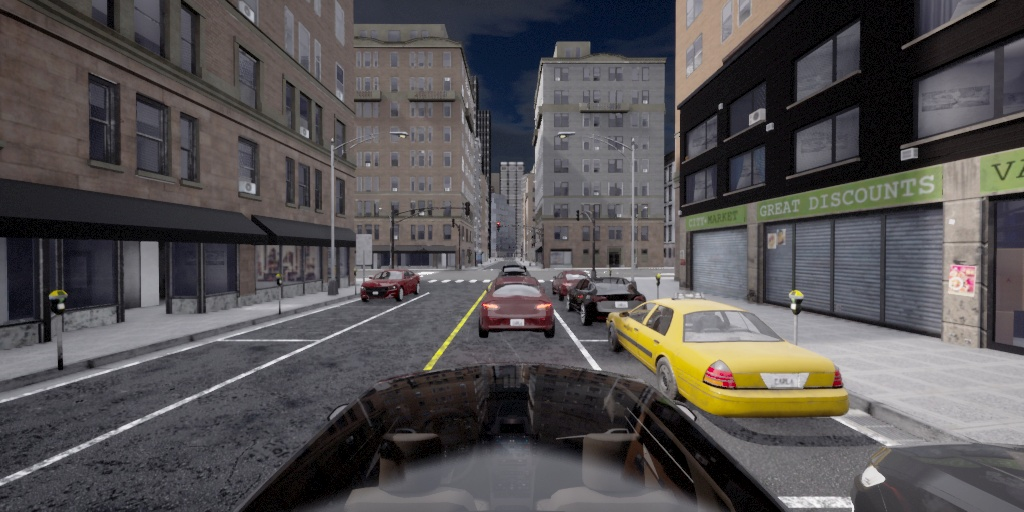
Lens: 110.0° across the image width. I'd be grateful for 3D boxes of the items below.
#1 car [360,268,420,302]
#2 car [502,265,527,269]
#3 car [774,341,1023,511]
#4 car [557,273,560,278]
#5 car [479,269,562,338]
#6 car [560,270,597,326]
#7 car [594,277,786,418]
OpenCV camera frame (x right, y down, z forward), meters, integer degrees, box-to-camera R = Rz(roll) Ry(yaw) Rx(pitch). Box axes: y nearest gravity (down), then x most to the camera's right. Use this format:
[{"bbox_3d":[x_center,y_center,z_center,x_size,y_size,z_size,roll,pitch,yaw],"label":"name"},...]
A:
[{"bbox_3d":[-5.648,1.289,17.098,1.888,1.381,4.507,0,0,0],"label":"car"},{"bbox_3d":[0.126,1.248,20.346,1.837,1.490,4.892,0,0,0],"label":"car"},{"bbox_3d":[2.871,1.301,0.330,2.007,1.370,4.403,0,0,0],"label":"car"},{"bbox_3d":[2.898,1.326,17.087,1.802,1.307,4.207,0,0,0],"label":"car"},{"bbox_3d":[0.106,1.273,10.067,1.812,1.442,4.674,0,0,0],"label":"car"},{"bbox_3d":[2.889,1.312,11.502,1.948,1.339,4.313,0,0,0],"label":"car"},{"bbox_3d":[2.881,1.274,6.085,1.751,1.417,4.829,0,0,0],"label":"car"}]
